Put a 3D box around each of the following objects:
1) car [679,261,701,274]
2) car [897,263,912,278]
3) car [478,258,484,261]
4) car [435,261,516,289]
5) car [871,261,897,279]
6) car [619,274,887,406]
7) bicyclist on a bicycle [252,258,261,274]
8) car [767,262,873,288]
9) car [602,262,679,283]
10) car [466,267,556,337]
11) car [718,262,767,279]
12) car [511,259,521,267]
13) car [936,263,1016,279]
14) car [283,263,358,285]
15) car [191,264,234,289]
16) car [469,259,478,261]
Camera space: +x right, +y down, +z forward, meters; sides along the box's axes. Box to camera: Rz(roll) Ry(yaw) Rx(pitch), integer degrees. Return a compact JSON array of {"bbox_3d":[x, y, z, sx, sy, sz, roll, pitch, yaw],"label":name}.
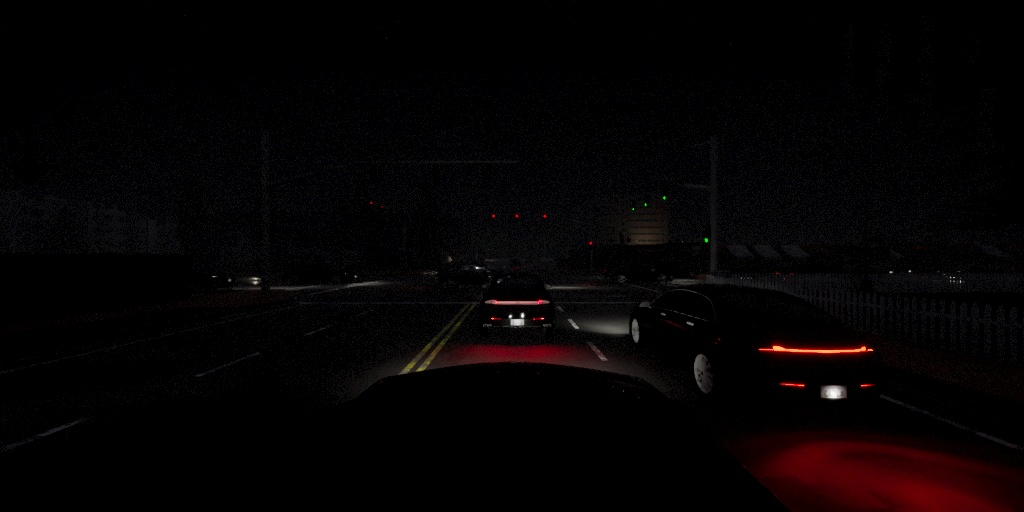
[{"bbox_3d":[14.936,1.255,33.460,4.892,1.490,1.837,0,0,1],"label":"car"},{"bbox_3d":[34.499,1.241,33.751,4.902,1.511,2.128,0,0,-1],"label":"car"},{"bbox_3d":[-6.643,1.314,64.183,1.994,1.385,4.181,0,0,1],"label":"car"},{"bbox_3d":[-2.345,1.241,22.564,4.902,1.511,2.128,0,0,0],"label":"car"},{"bbox_3d":[28.890,1.276,30.144,4.674,1.442,1.812,0,0,-1],"label":"car"},{"bbox_3d":[3.589,1.255,6.383,1.837,1.490,4.892,0,0,1],"label":"car"},{"bbox_3d":[-26.157,1.051,36.812,0.582,1.620,1.656,0,0,-3],"label":"bicyclist on a bicycle"},{"bbox_3d":[19.432,1.255,22.780,4.892,1.490,1.837,0,0,-1],"label":"car"},{"bbox_3d":[9.101,1.254,26.114,4.892,1.490,1.837,0,0,-1],"label":"car"},{"bbox_3d":[0.134,1.241,10.289,2.128,1.511,4.902,0,0,0],"label":"car"},{"bbox_3d":[19.629,1.241,29.981,4.902,1.511,2.128,0,0,-1],"label":"car"},{"bbox_3d":[0.499,1.254,63.006,1.837,1.490,4.892,0,0,0],"label":"car"},{"bbox_3d":[38.889,1.276,30.322,4.674,1.442,1.812,0,0,-1],"label":"car"},{"bbox_3d":[-13.754,1.255,25.900,4.892,1.490,1.837,0,0,-2],"label":"car"},{"bbox_3d":[-19.983,1.241,22.188,4.902,1.511,2.128,0,0,-2],"label":"car"},{"bbox_3d":[-6.751,1.275,54.140,1.812,1.442,4.674,0,0,1],"label":"car"}]
